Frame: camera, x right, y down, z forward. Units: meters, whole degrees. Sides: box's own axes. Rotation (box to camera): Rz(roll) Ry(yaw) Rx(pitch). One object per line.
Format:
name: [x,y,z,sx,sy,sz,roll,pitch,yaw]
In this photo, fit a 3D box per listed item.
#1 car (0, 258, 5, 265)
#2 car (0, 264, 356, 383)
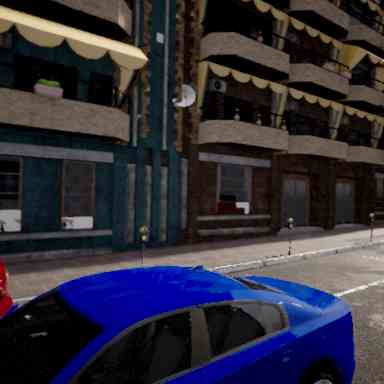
car: [-4.563,1.301,3.281,5.009,1.841,2.192,1,1,-36]
car: [-0.605,1.486,2.825,5.008,1.535,1.882,1,0,-36]
